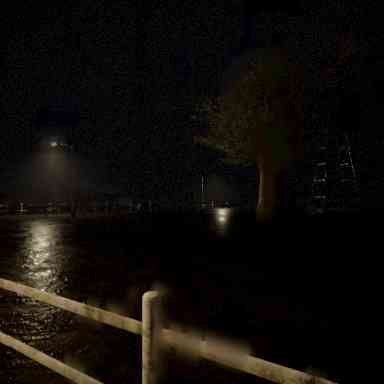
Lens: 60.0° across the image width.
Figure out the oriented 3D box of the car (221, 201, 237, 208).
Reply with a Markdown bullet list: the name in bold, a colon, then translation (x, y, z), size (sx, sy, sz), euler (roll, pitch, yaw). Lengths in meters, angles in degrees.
- **car**: translation (7.709, 2.628, 69.464), size (1.994, 1.385, 4.181), euler (-2, -2, 36)

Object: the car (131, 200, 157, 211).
- **car**: translation (-7.800, 2.127, 54.182), size (2.097, 1.767, 4.553), euler (-2, -2, 36)

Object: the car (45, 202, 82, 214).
- **car**: translation (-16.267, 2.053, 42.399), size (1.812, 1.442, 4.674), euler (-2, -2, 36)
